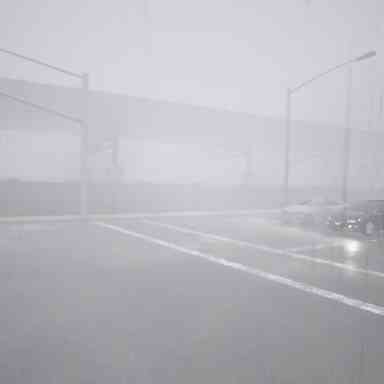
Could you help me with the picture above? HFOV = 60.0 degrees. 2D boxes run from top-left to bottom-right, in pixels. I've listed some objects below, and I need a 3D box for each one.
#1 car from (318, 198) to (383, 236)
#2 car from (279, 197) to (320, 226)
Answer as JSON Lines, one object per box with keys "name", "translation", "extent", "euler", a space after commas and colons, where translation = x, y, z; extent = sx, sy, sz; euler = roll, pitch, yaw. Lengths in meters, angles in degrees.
{"name": "car", "translation": [8.626, 1.151, 15.890], "extent": [4.892, 1.490, 1.837], "euler": [0, 2, -27]}
{"name": "car", "translation": [7.181, 1.054, 19.075], "extent": [4.674, 1.442, 1.812], "euler": [0, 2, -26]}
